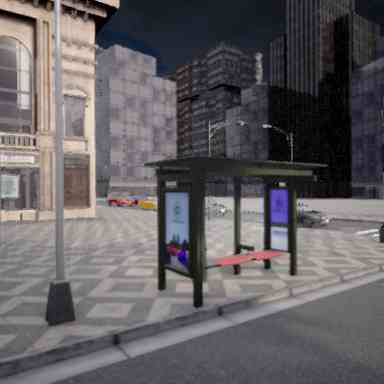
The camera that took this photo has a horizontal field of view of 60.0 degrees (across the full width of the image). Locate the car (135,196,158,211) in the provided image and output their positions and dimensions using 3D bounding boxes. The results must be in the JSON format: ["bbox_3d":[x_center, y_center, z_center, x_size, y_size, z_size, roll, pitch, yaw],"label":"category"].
[{"bbox_3d":[-4.511,1.383,39.040,1.882,1.535,5.008,-1,0,-34],"label":"car"}]

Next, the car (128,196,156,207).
[{"bbox_3d":[-7.444,1.341,48.980,2.128,1.511,4.902,-1,1,-33],"label":"car"}]

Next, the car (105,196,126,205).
[{"bbox_3d":[-13.272,1.413,57.528,1.895,1.301,4.718,-1,1,-34],"label":"car"}]

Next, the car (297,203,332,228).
[{"bbox_3d":[6.925,1.488,22.135,1.812,1.442,4.674,-1,0,-34],"label":"car"}]

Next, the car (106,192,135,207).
[{"bbox_3d":[-10.294,1.095,47.675,2.150,2.045,5.566,-1,1,-34],"label":"car"}]
